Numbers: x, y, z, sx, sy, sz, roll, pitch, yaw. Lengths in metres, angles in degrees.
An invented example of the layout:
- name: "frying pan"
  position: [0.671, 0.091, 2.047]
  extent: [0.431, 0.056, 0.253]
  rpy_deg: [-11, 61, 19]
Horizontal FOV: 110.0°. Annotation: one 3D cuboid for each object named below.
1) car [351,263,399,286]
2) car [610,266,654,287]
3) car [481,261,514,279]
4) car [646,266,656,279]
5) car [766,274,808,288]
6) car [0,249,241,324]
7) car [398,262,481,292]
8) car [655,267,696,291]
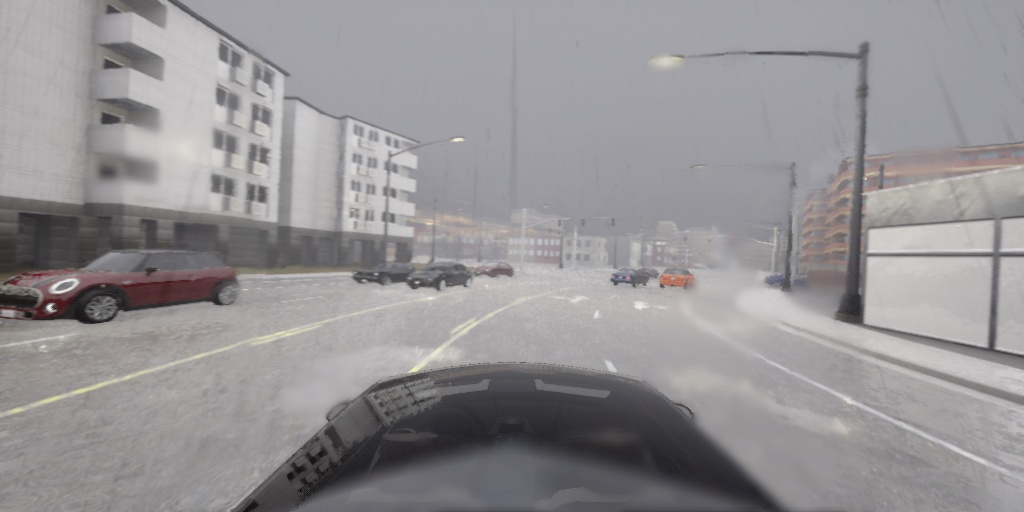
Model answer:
- name: "car"
  position: [-7.112, 1.050, 21.236]
  extent: [1.895, 1.301, 4.718]
  rpy_deg: [3, 0, 21]
- name: "car"
  position: [9.919, 1.777, 30.080]
  extent: [2.033, 1.411, 5.357]
  rpy_deg: [3, 0, 35]
- name: "car"
  position: [-1.534, 1.181, 31.907]
  extent: [1.812, 1.442, 4.674]
  rpy_deg: [3, 0, 33]
- name: "car"
  position: [16.670, 2.028, 45.269]
  extent: [2.128, 1.511, 4.902]
  rpy_deg: [3, 0, -4]
- name: "car"
  position: [29.836, 2.698, 37.822]
  extent: [5.008, 1.535, 1.882]
  rpy_deg: [3, -1, 27]
- name: "car"
  position: [-9.916, 0.600, 9.545]
  extent: [2.097, 1.767, 4.553]
  rpy_deg: [3, 0, 9]
- name: "car"
  position: [-3.831, 1.107, 20.016]
  extent: [1.837, 1.490, 4.892]
  rpy_deg: [3, 0, 21]
- name: "car"
  position: [13.529, 1.763, 29.120]
  extent: [2.097, 1.767, 4.553]
  rpy_deg: [3, 0, 35]
